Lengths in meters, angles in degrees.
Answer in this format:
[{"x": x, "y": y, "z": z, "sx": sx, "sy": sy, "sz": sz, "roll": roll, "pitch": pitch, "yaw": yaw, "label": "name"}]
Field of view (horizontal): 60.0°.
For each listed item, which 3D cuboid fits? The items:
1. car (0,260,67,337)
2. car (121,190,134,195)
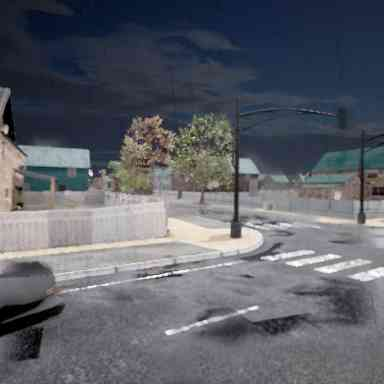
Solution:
[{"x": -4.539, "y": 1.550, "z": 4.312, "sx": 5.357, "sy": 1.411, "sz": 2.033, "roll": 0, "pitch": 0, "yaw": -35, "label": "car"}, {"x": -11.064, "y": 0.251, "z": 58.550, "sx": 2.150, "sy": 2.045, "sz": 5.566, "roll": 1, "pitch": 1, "yaw": -21, "label": "car"}]
